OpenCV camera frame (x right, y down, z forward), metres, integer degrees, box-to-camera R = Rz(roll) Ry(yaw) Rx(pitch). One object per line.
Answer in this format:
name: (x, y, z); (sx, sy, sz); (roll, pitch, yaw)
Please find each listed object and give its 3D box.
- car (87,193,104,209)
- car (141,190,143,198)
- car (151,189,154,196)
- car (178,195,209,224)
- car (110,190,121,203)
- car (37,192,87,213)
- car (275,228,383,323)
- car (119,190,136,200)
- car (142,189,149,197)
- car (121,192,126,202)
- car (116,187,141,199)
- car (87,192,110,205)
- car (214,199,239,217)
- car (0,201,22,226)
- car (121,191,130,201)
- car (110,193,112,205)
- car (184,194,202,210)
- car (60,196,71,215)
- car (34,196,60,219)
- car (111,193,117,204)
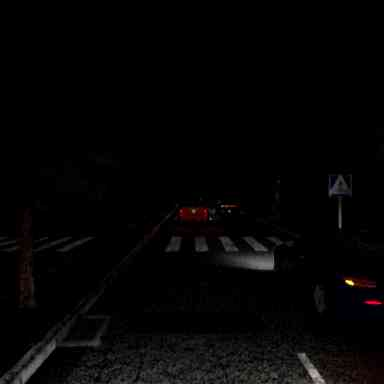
car: (-13.660, 1.311, 39.600); (5.366, 1.575, 1.946); (-1, 0, -20)
car: (-13.640, 0.812, 69.619); (5.366, 1.575, 1.946); (-1, 1, -20)
car: (-13.808, 0.511, 90.557); (4.892, 1.521, 2.231); (-1, 0, -20)
car: (0.100, 1.279, 23.820); (2.097, 1.767, 4.553); (0, 0, 0)
car: (-13.857, 1.026, 51.537); (4.553, 1.767, 2.185); (-1, 1, -20)
car: (-13.813, 1.120, 33.544); (5.566, 2.045, 2.435); (-1, 0, -20)
car: (3.100, 1.491, 6.977); (1.812, 1.442, 4.674); (0, 0, 0)
car: (-13.791, 0.958, 63.566); (4.792, 1.488, 2.163); (-1, 1, -20)
car: (-13.836, 0.421, 78.532); (5.566, 2.045, 2.435); (-1, 1, -20)
car: (-13.825, 1.139, 54.550); (4.674, 1.452, 2.002); (-1, 1, -20)
car: (-13.795, 0.622, 66.563); (5.566, 2.045, 2.435); (-1, 1, -20)
car: (-13.859, 1.032, 42.524); (5.566, 2.045, 2.435); (-1, 1, -20)
car: (3.100, 1.391, 30.018); (2.128, 1.511, 4.902); (0, 0, 0)
car: (-13.817, 1.455, 21.530); (4.792, 1.488, 2.163); (-1, 0, -20)
car: (-13.814, 1.044, 57.549); (5.008, 1.535, 2.097); (-1, 1, -20)
car: (-13.854, 1.273, 45.527); (4.792, 1.488, 2.163); (-1, 1, -20)
car: (0.099, 1.164, 40.729); (2.097, 1.767, 4.553); (0, 1, 0)
car: (-13.842, 1.428, 30.526); (4.674, 1.452, 2.002); (-1, 0, -20)
car: (-14.011, 1.403, 27.453); (5.366, 1.575, 1.946); (-1, 1, -20)
car: (-13.829, 1.243, 48.551); (4.674, 1.452, 2.002); (-1, 1, -20)
